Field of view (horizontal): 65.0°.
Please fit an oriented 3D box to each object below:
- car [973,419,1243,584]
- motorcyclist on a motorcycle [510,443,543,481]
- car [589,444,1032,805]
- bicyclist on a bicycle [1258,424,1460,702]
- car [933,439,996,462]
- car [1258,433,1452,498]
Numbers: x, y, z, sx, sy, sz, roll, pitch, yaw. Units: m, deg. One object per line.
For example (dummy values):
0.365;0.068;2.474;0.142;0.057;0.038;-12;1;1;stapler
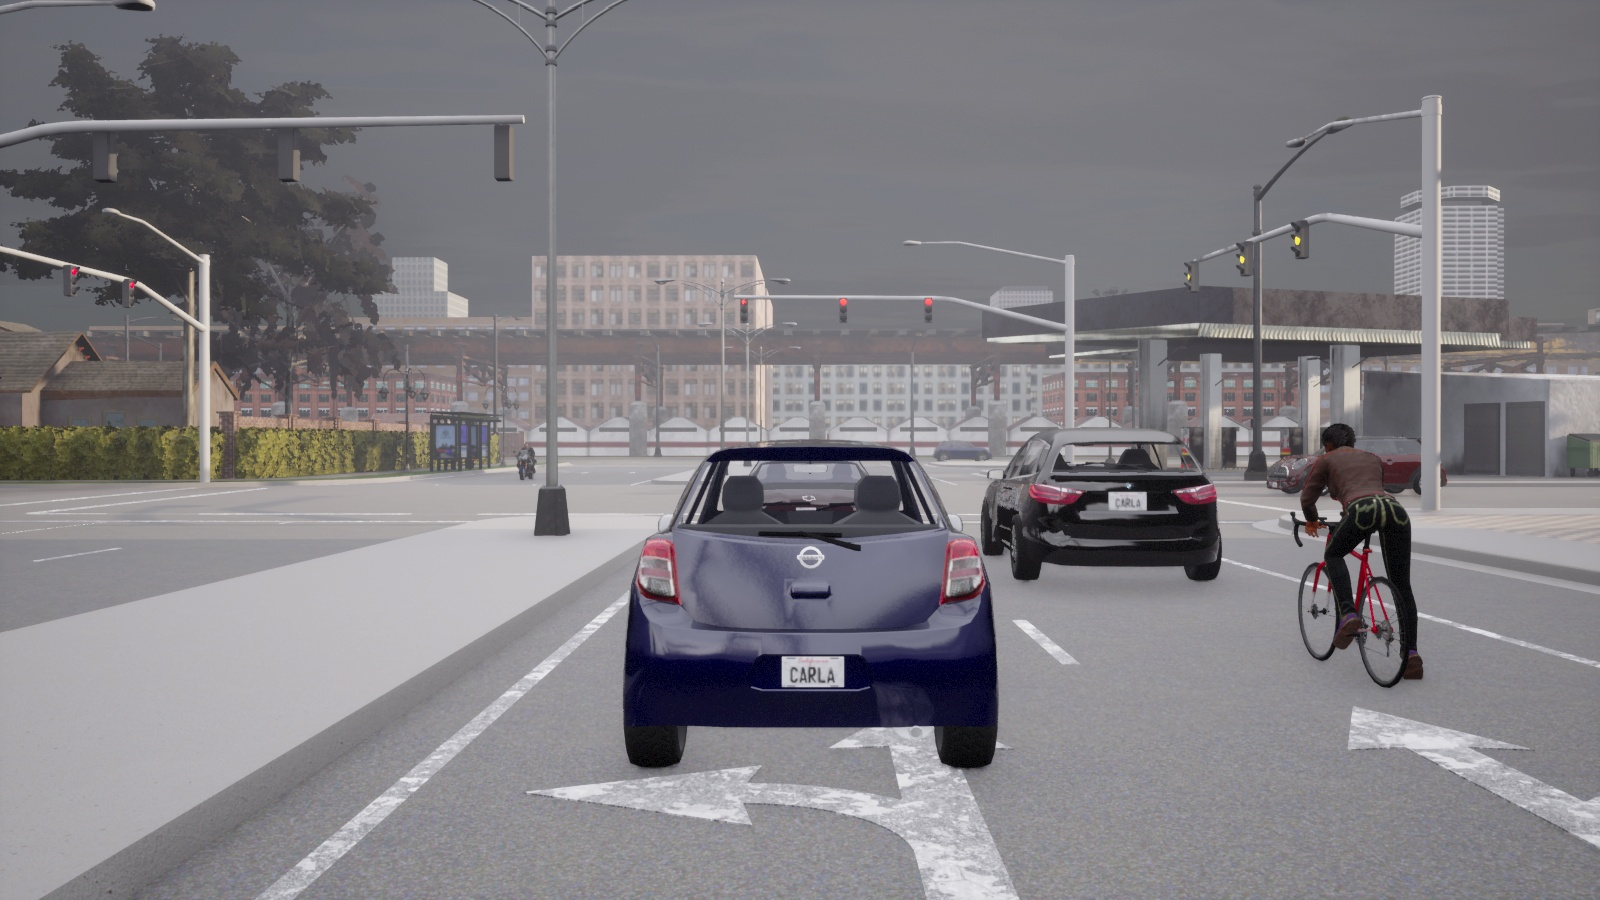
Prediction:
3.446;0.508;15.080;2.242;1.667;4.611;0;0;2;car
-11.184;0.482;51.400;0.866;1.530;2.191;0;0;0;motorcyclist on a motorcycle
0.056;0.721;7.057;1.845;1.501;3.633;0;0;0;car
3.560;0.656;8.151;0.582;1.620;1.656;0;0;0;bicyclist on a bicycle
12.822;0.062;98.041;4.553;1.767;2.097;0;0;-1;car
15.568;0.418;35.392;4.553;1.767;2.097;0;0;-1;car
